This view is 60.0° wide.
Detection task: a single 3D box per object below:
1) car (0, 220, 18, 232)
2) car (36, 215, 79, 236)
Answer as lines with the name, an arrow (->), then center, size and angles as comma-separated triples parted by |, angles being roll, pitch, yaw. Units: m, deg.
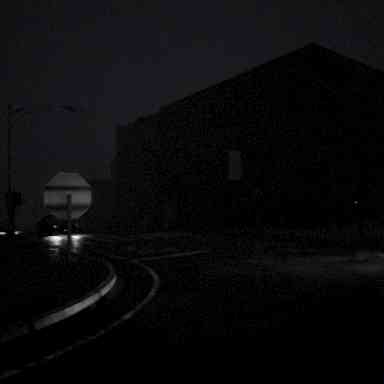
car -> -23.885, 4.400, 43.078 | 2.128, 1.511, 4.902 | 0, -5, -37
car -> -10.084, 2.406, 24.557 | 2.033, 1.411, 5.357 | 0, -5, -37
